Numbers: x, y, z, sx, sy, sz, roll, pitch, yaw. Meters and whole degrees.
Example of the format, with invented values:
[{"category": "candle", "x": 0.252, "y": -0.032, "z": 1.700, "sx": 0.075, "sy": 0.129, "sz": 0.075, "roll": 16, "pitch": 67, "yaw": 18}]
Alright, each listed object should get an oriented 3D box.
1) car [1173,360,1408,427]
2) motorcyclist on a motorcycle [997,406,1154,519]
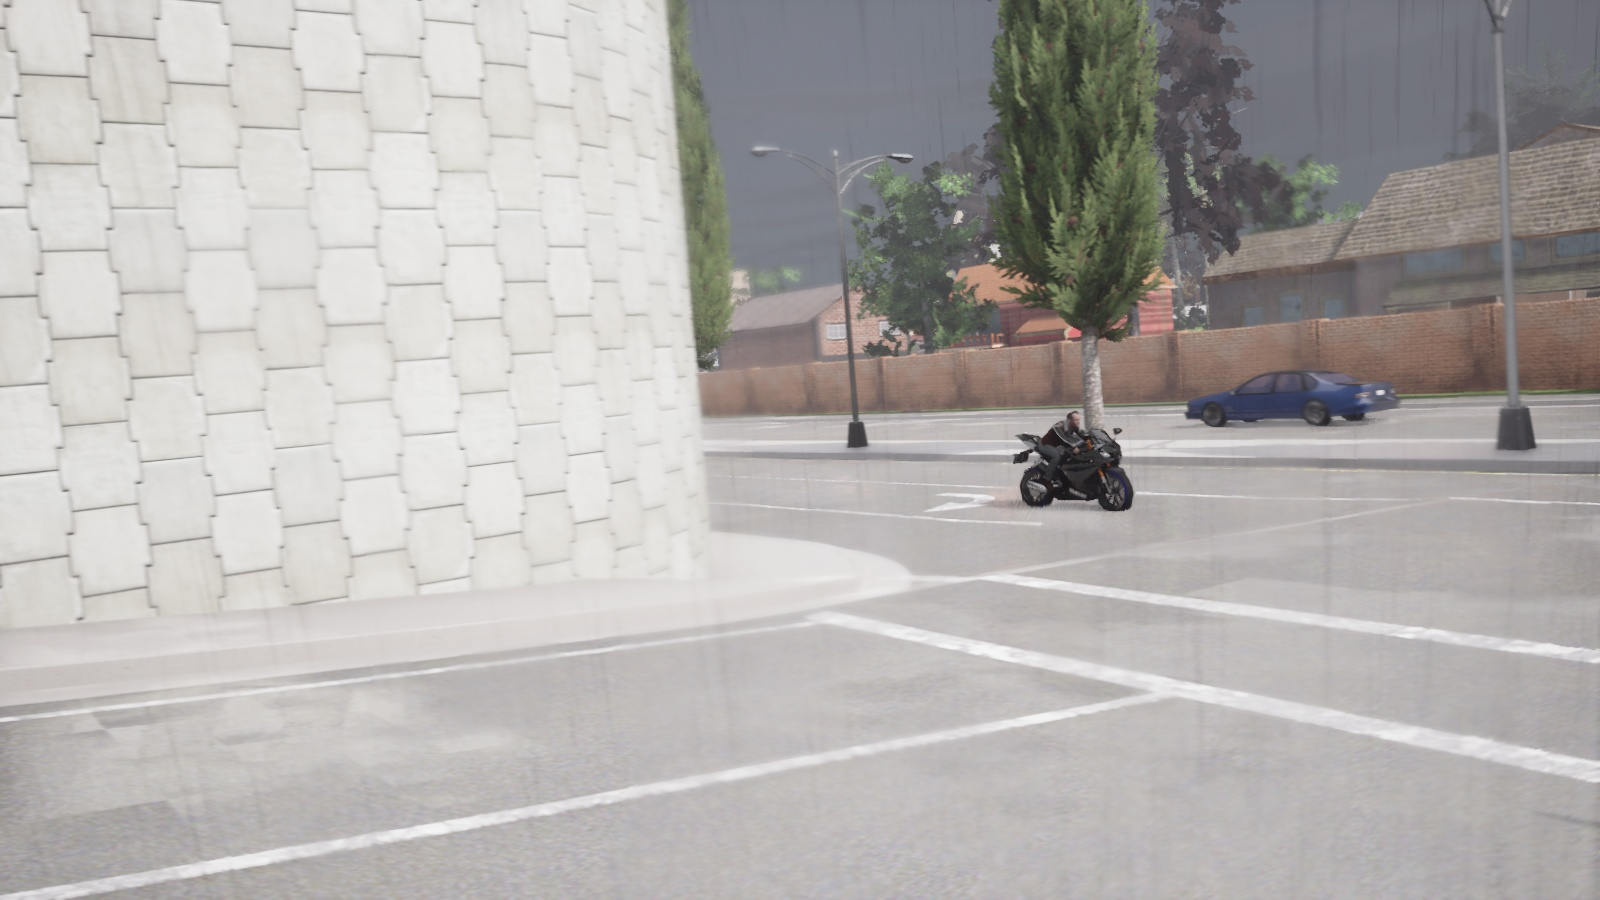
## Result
[{"category": "car", "x": 12.607, "y": -1.417, "z": 32.640, "sx": 2.033, "sy": 1.411, "sz": 5.357, "roll": -7, "pitch": 5, "yaw": -36}, {"category": "motorcyclist on a motorcycle", "x": 4.111, "y": 0.165, "z": 18.921, "sx": 0.866, "sy": 1.530, "sz": 2.191, "roll": -8, "pitch": 5, "yaw": -35}]
